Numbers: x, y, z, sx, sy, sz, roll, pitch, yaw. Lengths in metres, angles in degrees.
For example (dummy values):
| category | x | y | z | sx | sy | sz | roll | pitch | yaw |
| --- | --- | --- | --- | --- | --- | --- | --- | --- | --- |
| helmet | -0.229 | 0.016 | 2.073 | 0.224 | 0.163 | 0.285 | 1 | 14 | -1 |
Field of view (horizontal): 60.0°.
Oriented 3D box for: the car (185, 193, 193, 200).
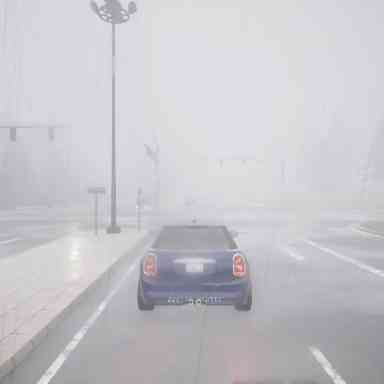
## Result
| category | x | y | z | sx | sy | sz | roll | pitch | yaw |
| --- | --- | --- | --- | --- | --- | --- | --- | --- | --- |
| car | -0.924 | 1.189 | 95.614 | 2.150 | 2.045 | 5.566 | 0 | 0 | -1 |

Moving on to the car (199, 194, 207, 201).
| category | x | y | z | sx | sy | sz | roll | pitch | yaw |
| --- | --- | --- | --- | --- | --- | --- | --- | --- | --- |
| car | 2.752 | 1.513 | 85.320 | 1.812 | 1.442 | 4.674 | 0 | 0 | -1 |

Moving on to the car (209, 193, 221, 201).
| category | x | y | z | sx | sy | sz | roll | pitch | yaw |
| --- | --- | --- | --- | --- | --- | --- | --- | --- | --- |
| car | 6.257 | 1.215 | 85.053 | 2.150 | 2.045 | 5.566 | 0 | 0 | -1 |

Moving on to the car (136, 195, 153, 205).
| category | x | y | z | sx | sy | sz | roll | pitch | yaw |
| --- | --- | --- | --- | --- | --- | --- | --- | --- | --- |
| car | -8.349 | 1.505 | 57.087 | 1.837 | 1.490 | 4.892 | 0 | 0 | -1 |

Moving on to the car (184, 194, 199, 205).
| category | x | y | z | sx | sy | sz | roll | pitch | yaw |
| --- | --- | --- | --- | --- | --- | --- | --- | --- | --- |
| car | -0.225 | 1.526 | 54.755 | 1.812 | 1.442 | 4.674 | 0 | 0 | -1 |

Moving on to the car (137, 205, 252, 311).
| category | x | y | z | sx | sy | sz | roll | pitch | yaw |
| --- | --- | --- | --- | --- | --- | --- | --- | --- | --- |
| car | 0.061 | 1.352 | 7.935 | 2.097 | 1.767 | 4.553 | 0 | 0 | 0 |

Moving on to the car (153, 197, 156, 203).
| category | x | y | z | sx | sy | sz | roll | pitch | yaw |
| --- | --- | --- | --- | --- | --- | --- | --- | --- | --- |
| car | -8.467 | 1.505 | 68.842 | 1.837 | 1.490 | 4.892 | 0 | 0 | -1 |
